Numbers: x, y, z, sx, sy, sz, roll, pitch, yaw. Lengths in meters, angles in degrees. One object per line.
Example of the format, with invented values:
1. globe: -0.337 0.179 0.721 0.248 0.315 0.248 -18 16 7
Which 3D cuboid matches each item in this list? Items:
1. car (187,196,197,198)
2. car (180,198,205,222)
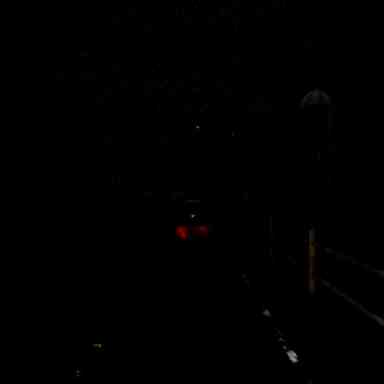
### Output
1. car: 0.000 1.287 41.685 2.097 1.767 4.553 0 0 0
2. car: 0.044 1.480 25.358 1.812 1.442 4.674 0 0 0
